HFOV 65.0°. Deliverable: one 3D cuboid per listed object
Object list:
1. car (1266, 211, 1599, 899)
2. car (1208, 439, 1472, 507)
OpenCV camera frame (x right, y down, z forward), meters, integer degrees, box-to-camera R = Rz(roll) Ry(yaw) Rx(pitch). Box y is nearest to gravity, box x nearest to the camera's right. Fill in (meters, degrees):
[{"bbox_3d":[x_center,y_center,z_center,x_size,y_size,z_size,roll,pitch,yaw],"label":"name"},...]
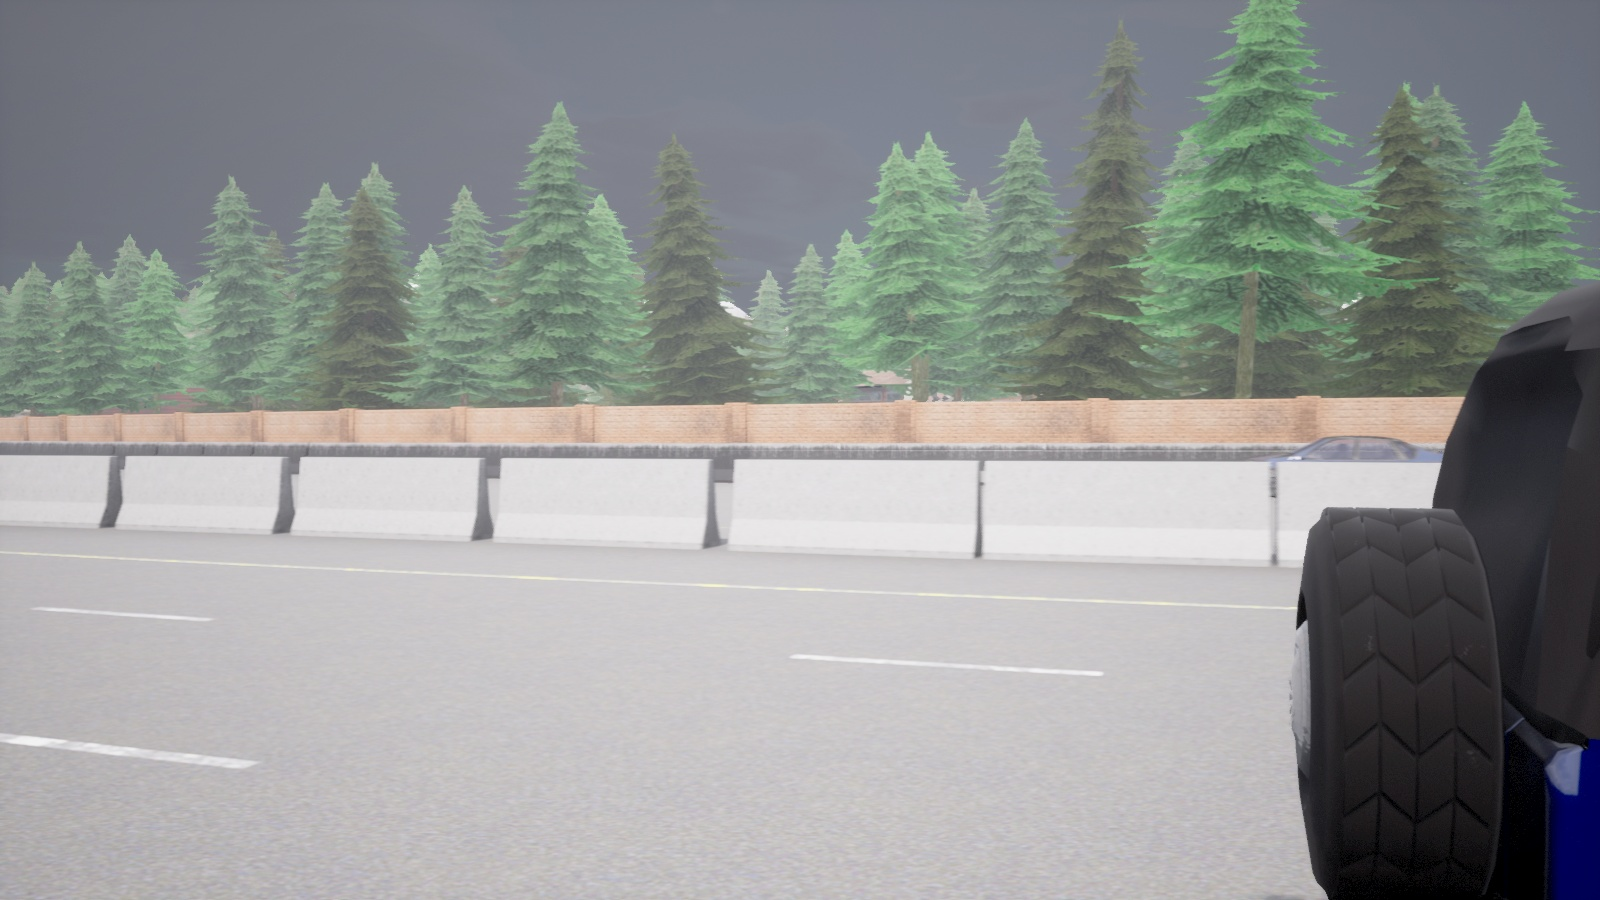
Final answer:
[{"bbox_3d":[2.934,0.599,2.224,3.866,1.878,1.905,1,1,18],"label":"car"},{"bbox_3d":[12.138,0.469,28.665,5.357,1.411,2.033,1,1,17],"label":"car"}]
